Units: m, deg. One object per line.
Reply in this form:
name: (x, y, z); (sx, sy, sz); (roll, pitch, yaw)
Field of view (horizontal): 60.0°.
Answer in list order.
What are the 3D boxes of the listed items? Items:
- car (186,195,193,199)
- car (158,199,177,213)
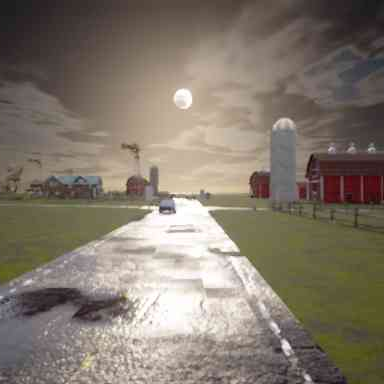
car: (-0.029, 1.752, 92.774); (2.128, 1.511, 4.902); (0, 0, 0)
car: (-2.778, 1.607, 38.790); (1.882, 1.535, 5.008); (0, -1, 0)
